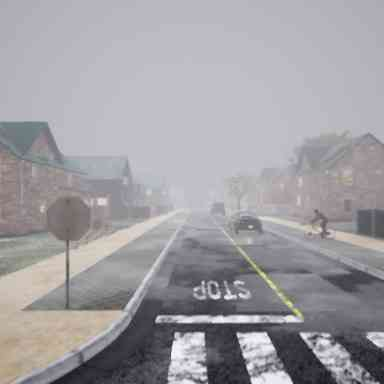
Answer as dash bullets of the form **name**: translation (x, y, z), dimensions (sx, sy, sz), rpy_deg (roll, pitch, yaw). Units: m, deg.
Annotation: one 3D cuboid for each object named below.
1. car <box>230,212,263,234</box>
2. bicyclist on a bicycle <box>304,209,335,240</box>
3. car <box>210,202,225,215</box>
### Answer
- **car**: translation (3.777, 2.108, 23.522), dimensions (1.812, 1.442, 4.674), rpy_deg (0, -2, 1)
- **bicyclist on a bicycle**: translation (6.613, 1.695, 17.281), dimensions (1.656, 1.620, 0.582), rpy_deg (-1, -2, 1)
- **car**: translation (4.226, 2.699, 54.677), dimensions (2.150, 2.045, 5.566), rpy_deg (0, -2, 1)
